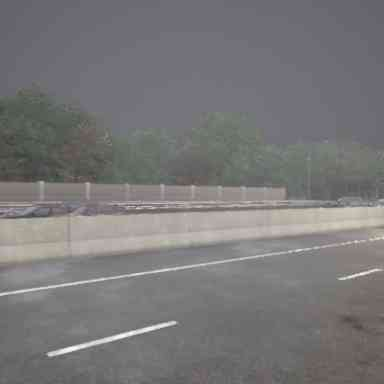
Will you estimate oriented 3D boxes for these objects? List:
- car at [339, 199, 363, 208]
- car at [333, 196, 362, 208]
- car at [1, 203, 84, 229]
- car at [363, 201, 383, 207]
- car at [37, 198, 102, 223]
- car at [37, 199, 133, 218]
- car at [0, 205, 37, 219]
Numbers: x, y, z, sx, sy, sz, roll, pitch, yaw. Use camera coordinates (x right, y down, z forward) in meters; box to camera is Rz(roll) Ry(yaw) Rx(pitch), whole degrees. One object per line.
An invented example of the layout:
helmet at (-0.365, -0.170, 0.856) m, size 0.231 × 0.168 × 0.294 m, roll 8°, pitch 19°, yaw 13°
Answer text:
car at (22.692, 1.991, 45.913) m, size 4.181 × 1.385 × 1.994 m, roll 1°, pitch 0°, yaw -35°
car at (24.151, 1.692, 51.222) m, size 5.566 × 2.045 × 2.150 m, roll 1°, pitch 0°, yaw -35°
car at (-10.091, 1.550, 22.587) m, size 4.892 × 1.490 × 1.837 m, roll 0°, pitch 0°, yaw -35°
car at (24.670, 1.931, 43.028) m, size 4.892 × 1.490 × 1.837 m, roll 1°, pitch 0°, yaw -35°
car at (-9.904, 1.425, 27.018) m, size 4.553 × 1.767 × 2.097 m, roll 1°, pitch 0°, yaw -35°
car at (-5.312, 1.406, 17.398) m, size 4.553 × 1.767 × 2.097 m, roll 1°, pitch 0°, yaw -35°
car at (-8.663, 1.518, 19.308) m, size 5.008 × 1.535 × 1.882 m, roll 1°, pitch 0°, yaw -35°
